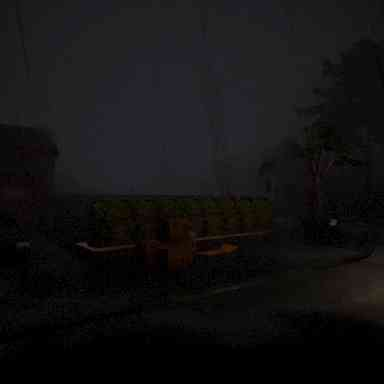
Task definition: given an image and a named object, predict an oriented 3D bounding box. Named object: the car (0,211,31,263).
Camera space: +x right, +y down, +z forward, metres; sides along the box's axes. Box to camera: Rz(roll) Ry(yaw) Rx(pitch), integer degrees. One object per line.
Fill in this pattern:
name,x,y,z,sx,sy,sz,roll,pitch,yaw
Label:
car,-6.510,1.356,10.753,2.033,1.415,5.357,0,0,-33
